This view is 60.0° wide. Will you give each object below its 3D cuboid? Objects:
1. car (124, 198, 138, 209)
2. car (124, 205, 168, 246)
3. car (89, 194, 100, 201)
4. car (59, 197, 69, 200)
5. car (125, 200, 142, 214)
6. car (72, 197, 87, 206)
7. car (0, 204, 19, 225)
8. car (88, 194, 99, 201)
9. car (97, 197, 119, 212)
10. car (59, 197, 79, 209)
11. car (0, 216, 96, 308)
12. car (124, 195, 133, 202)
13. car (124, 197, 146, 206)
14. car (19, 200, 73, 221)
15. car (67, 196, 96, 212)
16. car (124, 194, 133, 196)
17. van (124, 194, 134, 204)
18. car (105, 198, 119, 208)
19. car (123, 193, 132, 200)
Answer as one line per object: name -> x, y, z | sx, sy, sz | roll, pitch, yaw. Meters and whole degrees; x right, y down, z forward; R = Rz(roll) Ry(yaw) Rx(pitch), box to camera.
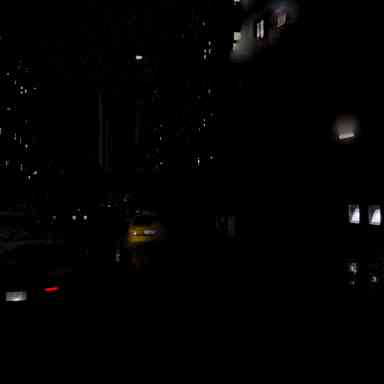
car -> -8.749, 1.584, 47.606 | 1.947, 1.339, 4.313 | 1, 0, -12
car -> -2.100, 1.534, 15.208 | 1.752, 1.417, 4.829 | 1, 0, -12
car -> -23.633, 1.569, 78.436 | 2.008, 1.369, 4.403 | 1, 0, -12
car -> -15.834, 1.566, 40.443 | 1.887, 1.381, 4.507 | 1, 0, -12
car -> -6.522, 1.599, 36.752 | 1.802, 1.307, 4.206 | 1, 0, -12
car -> -19.176, 1.566, 56.726 | 1.887, 1.381, 4.507 | 1, 0, -12
car -> -12.459, 1.542, 23.995 | 1.752, 1.417, 4.829 | 1, 0, -12
car -> -24.742, 1.332, 83.864 | 2.192, 1.841, 5.009 | 1, 0, -12
car -> -9.831, 1.583, 39.735 | 1.994, 1.385, 4.181 | 0, 0, -11
car -> -16.947, 1.462, 45.871 | 1.967, 1.590, 4.097 | 1, 0, -12
car -> -3.314, 1.531, 7.678 | 1.812, 1.442, 4.674 | 0, 0, -12
car -> -14.318, 1.457, 74.745 | 1.967, 1.590, 4.097 | 1, 0, -12
car -> -4.292, 1.454, 25.897 | 1.967, 1.590, 4.097 | 1, 0, -12
car -> -9.360, 1.492, 21.729 | 1.882, 1.535, 5.008 | 0, 0, -12
car -> -12.731, 1.568, 38.498 | 2.033, 1.411, 5.357 | 0, 0, -11
car -> -10.976, 1.458, 58.462 | 1.967, 1.590, 4.097 | 1, 0, -12
van -> -12.088, 1.358, 63.890 | 1.690, 1.788, 3.998 | 1, 0, -12
car -> -11.881, 1.620, 49.521 | 1.895, 1.301, 4.718 | 0, 0, -11
car -> -17.657, 1.327, 91.028 | 2.192, 1.841, 5.009 | 1, 0, -12
